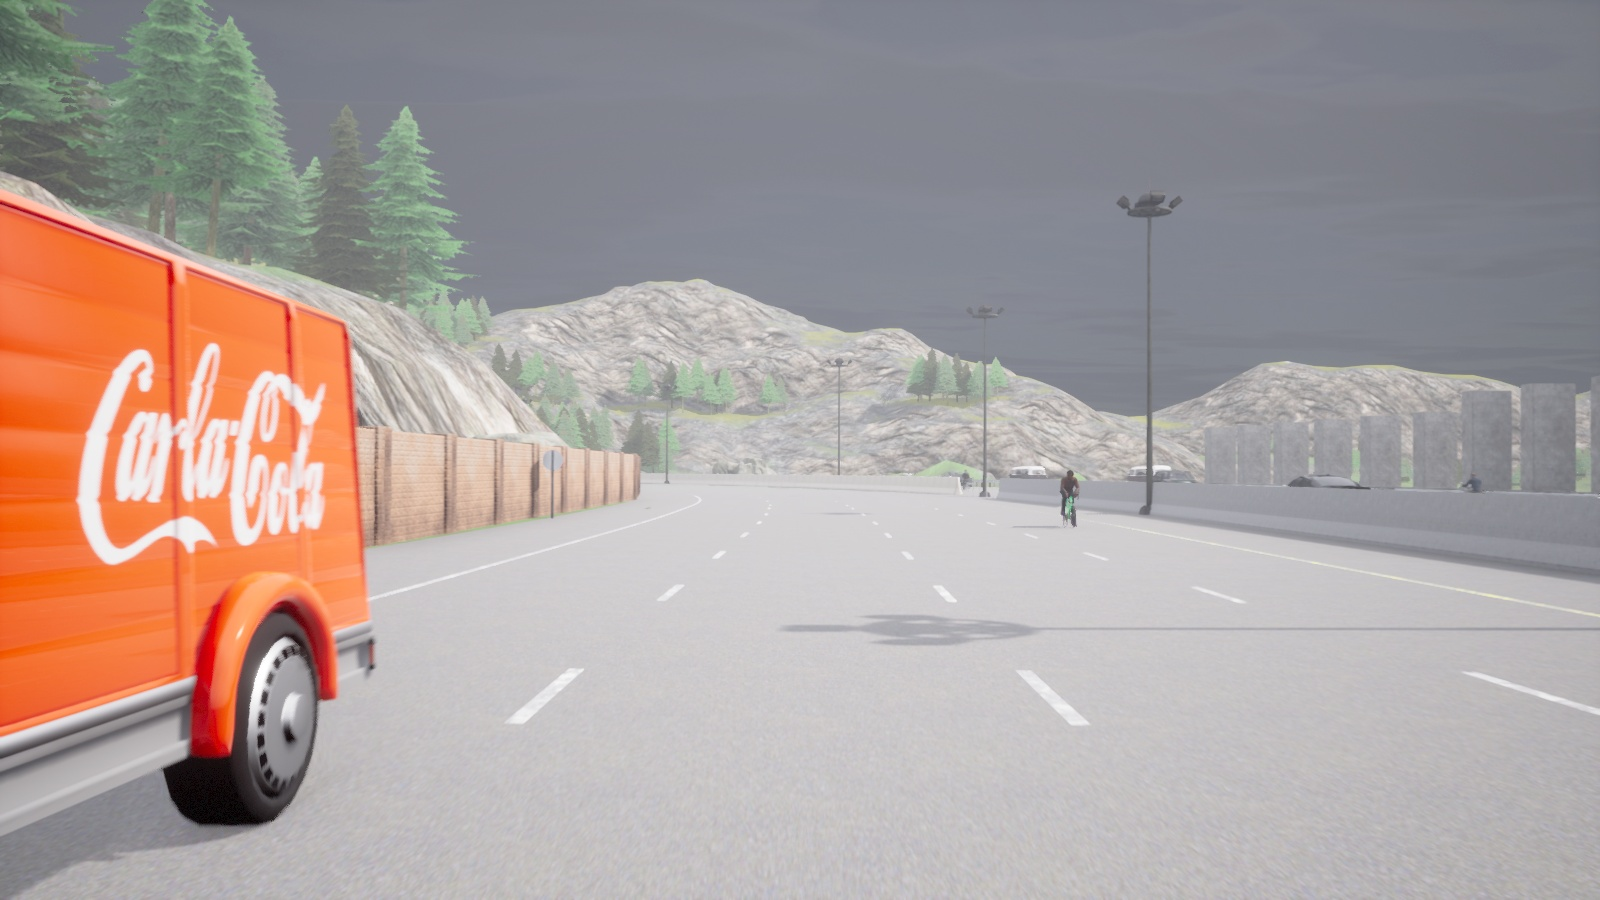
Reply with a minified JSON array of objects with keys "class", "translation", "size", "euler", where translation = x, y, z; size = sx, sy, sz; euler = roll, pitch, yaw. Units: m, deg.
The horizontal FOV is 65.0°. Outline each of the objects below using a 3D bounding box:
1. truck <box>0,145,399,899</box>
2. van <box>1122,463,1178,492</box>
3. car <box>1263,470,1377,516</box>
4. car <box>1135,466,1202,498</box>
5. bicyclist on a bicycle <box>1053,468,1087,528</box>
[{"class":"truck","translation":[-3.517,0.417,4.304],"size":[2.627,2.467,5.204],"euler":[0,-1,0]},{"class":"van","translation":[25.128,1.949,90.258],"size":[2.069,2.038,4.480],"euler":[0,-1,-11]},{"class":"car","translation":[18.060,1.455,43.893],"size":[1.882,1.535,5.008],"euler":[0,-1,0]},{"class":"car","translation":[20.725,1.775,70.760],"size":[2.097,1.767,4.553],"euler":[0,-1,-5]},{"class":"bicyclist on a bicycle","translation":[7.487,1.321,34.870],"size":[0.582,1.620,1.656],"euler":[0,-1,1]}]
